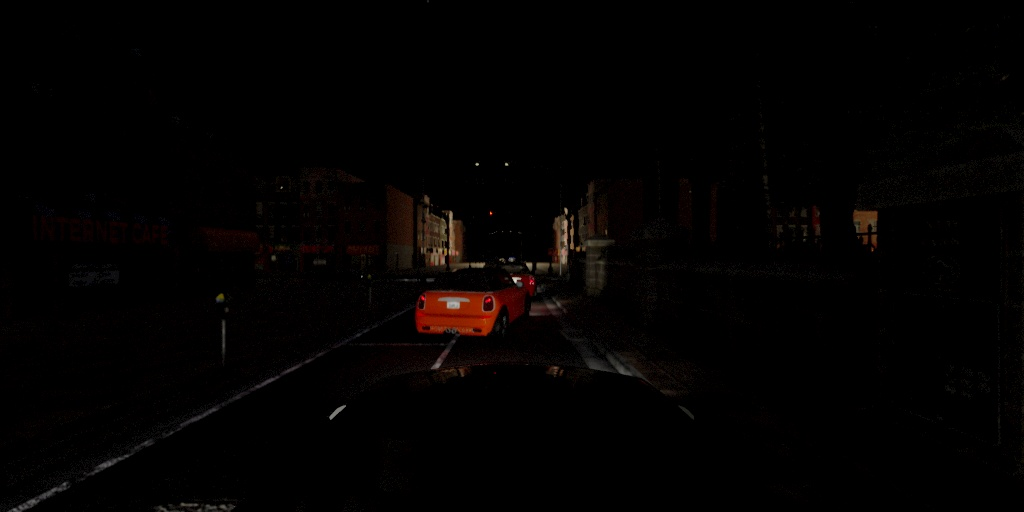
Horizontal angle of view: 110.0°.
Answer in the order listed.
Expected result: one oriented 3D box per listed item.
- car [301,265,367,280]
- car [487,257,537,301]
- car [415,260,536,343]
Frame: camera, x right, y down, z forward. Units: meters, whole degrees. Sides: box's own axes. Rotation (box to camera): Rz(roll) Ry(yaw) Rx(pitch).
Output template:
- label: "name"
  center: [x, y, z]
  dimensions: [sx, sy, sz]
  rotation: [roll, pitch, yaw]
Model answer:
- label: "car"
  center: [-14.355, 1.362, 29.127]
  dimensions: [4.718, 1.301, 1.895]
  rotation: [0, 0, 3]
- label: "car"
  center: [0.065, 1.097, 17.300]
  dimensions: [2.097, 1.767, 4.553]
  rotation: [0, 0, 1]
- label: "car"
  center: [-0.815, 1.099, 9.960]
  dimensions: [2.097, 1.767, 4.553]
  rotation: [0, 0, 13]
